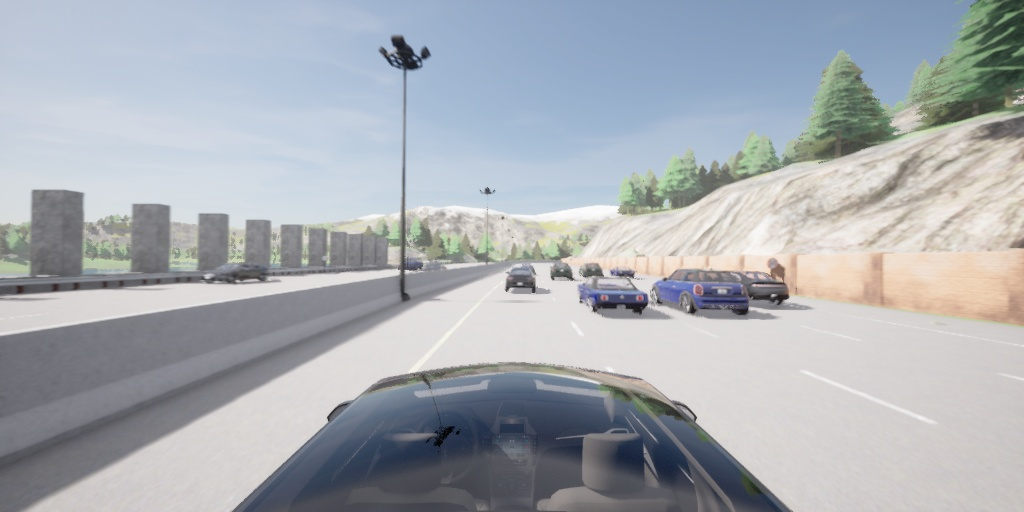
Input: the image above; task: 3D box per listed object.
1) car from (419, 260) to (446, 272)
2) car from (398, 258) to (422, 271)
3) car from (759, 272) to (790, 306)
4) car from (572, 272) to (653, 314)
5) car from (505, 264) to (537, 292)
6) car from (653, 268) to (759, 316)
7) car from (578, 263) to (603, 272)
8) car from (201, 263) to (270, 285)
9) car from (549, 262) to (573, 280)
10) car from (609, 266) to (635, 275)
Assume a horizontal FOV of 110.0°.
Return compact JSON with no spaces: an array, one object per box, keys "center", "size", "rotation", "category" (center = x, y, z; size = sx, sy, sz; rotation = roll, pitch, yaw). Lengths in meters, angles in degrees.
[{"center":[-8.987,1.507,42.021],"size":[1.837,1.490,4.892],"rotation":[1,0,3],"category":"car"},{"center":[-15.249,1.281,55.011],"size":[2.150,2.045,5.566],"rotation":[1,-1,3],"category":"car"},{"center":[10.938,1.474,17.300],"size":[2.128,1.511,4.902],"rotation":[0,0,2],"category":"car"},{"center":[3.831,1.494,14.542],"size":[1.895,1.301,4.718],"rotation":[1,0,2],"category":"car"},{"center":[0.594,1.461,22.969],"size":[1.812,1.442,4.674],"rotation":[0,0,3],"category":"car"},{"center":[7.358,1.278,14.566],"size":[2.097,1.767,4.553],"rotation":[1,-1,2],"category":"car"},{"center":[8.548,1.495,39.216],"size":[2.097,1.767,4.553],"rotation":[1,-1,3],"category":"car"},{"center":[-20.381,1.263,26.665],"size":[2.128,1.511,4.902],"rotation":[1,-1,3],"category":"car"},{"center":[4.847,1.433,35.908],"size":[2.097,1.767,4.553],"rotation":[1,-1,3],"category":"car"},{"center":[12.074,1.781,39.676],"size":[1.895,1.301,4.718],"rotation":[1,0,3],"category":"car"}]
